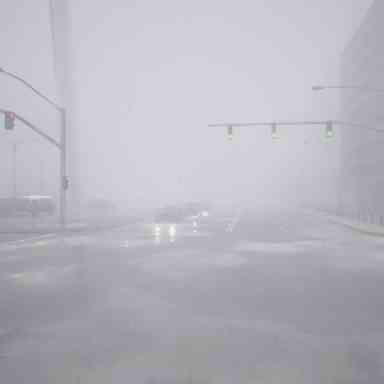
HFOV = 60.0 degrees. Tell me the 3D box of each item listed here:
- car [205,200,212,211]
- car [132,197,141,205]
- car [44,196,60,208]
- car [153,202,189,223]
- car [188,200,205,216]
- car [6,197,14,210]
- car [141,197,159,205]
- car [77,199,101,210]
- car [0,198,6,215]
[{"bbox_3d":[1.802,2.014,49.344,2.128,1.511,4.902,0,-1,10],"label":"car"},{"bbox_3d":[-11.461,1.909,71.551,1.905,1.878,3.866,0,-1,10],"label":"car"},{"bbox_3d":[-30.791,1.946,74.931,1.905,1.878,3.866,0,-1,10],"label":"car"},{"bbox_3d":[-1.812,1.874,28.534,1.994,1.385,4.181,0,-1,10],"label":"car"},{"bbox_3d":[-0.055,1.919,38.668,1.837,1.490,4.892,0,-1,10],"label":"car"},{"bbox_3d":[-33.821,1.767,57.676,1.932,1.855,4.605,0,-1,10],"label":"car"},{"bbox_3d":[-8.620,1.900,70.994,1.932,1.855,4.605,0,-1,10],"label":"car"},{"bbox_3d":[-17.166,1.977,54.820,1.970,1.475,3.806,0,-1,10],"label":"car"},{"bbox_3d":[-25.476,1.836,40.954,1.970,1.475,3.806,0,-1,10],"label":"car"}]
